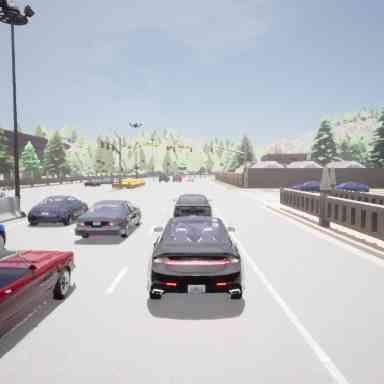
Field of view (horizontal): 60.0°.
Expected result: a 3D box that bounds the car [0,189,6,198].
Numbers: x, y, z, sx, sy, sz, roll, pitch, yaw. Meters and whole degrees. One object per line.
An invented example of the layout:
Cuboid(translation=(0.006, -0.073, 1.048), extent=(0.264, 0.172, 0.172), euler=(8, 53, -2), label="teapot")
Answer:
Cuboid(translation=(-17.725, 0.221, 28.262), extent=(1.812, 1.442, 4.674), euler=(0, 3, 0), label="car")

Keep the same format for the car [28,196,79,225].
Cuboid(translation=(-6.979, 0.880, 17.785), extent=(1.994, 1.385, 4.181), euler=(0, 3, 0), label="car")

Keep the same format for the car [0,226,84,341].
Cuboid(translation=(-3.420, 1.528, 5.092), extent=(1.895, 1.301, 4.718), euler=(0, 1, 0), label="car")

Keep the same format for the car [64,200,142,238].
Cuboid(translation=(-3.465, 1.051, 14.607), extent=(2.033, 1.411, 5.357), euler=(0, 3, 0), label="car")

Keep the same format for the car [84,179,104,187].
Cuboid(translation=(-17.856, -1.590, 59.817), extent=(1.895, 1.301, 4.718), euler=(0, 3, 0), label="car")

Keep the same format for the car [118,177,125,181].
Cuboid(translation=(-17.911, -3.053, 82.978), extent=(1.812, 1.442, 4.674), euler=(0, 3, 0), label="car")

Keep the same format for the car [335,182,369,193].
Cuboid(translation=(18.040, -0.399, 38.624), extent=(4.674, 1.442, 1.812), euler=(0, 3, 2), label="car")

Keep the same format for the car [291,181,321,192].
Cuboid(translation=(15.004, -0.614, 42.217), extent=(4.674, 1.442, 1.812), euler=(0, 3, 2), label="car")

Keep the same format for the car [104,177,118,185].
Cuboid(translation=(-17.847, -2.287, 70.449), extent=(2.033, 1.411, 5.357), euler=(0, 3, 0), label="car")

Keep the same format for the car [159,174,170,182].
Cuboid(translation=(-7.431, -3.605, 86.968), extent=(2.150, 2.045, 5.566), euler=(0, 3, 0), label="car")

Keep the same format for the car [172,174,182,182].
Cuboid(translation=(-3.931, -3.606, 86.986), extent=(2.150, 2.045, 5.566), euler=(0, 3, 0), label="car")

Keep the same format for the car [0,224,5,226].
Cuboid(translation=(-6.936, 1.283, 8.813), extent=(1.882, 1.535, 5.008), euler=(0, 2, 0), label="car")

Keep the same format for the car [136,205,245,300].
Cuboid(translation=(0.068, 1.328, 8.024), extent=(2.128, 1.511, 4.902), euler=(0, 2, 0), label="car")

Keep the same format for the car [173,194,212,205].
Cuboid(translation=(0.026, 0.817, 17.445), extent=(1.882, 1.535, 5.008), euler=(0, 3, -1), label="car")

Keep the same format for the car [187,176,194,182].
Cuboid(translation=(-0.445, -3.452, 89.659), extent=(1.812, 1.442, 4.674), euler=(0, 3, 0), label="car")
